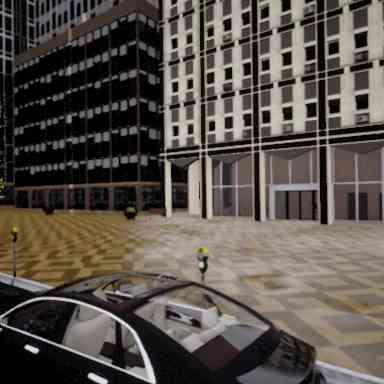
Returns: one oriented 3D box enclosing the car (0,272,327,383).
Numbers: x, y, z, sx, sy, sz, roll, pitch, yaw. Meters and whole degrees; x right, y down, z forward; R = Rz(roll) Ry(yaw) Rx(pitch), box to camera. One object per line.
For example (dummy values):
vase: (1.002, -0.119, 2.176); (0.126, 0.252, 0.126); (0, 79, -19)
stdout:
car: (-0.924, 1.570, 3.545); (4.403, 1.369, 2.008); (-1, -1, 36)
